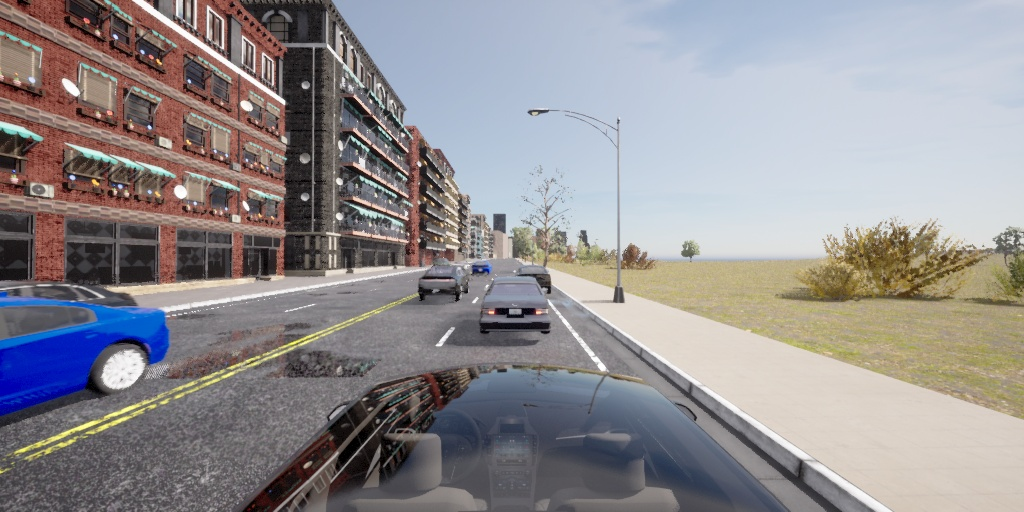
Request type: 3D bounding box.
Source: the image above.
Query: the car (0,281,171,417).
[{"bbox_3d":[-6.602,1.228,3.802,1.882,1.535,5.008,0,0,0],"label":"car"}]

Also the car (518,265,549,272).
[{"bbox_3d":[1.112,1.230,20.371,1.882,1.535,5.008,0,0,0],"label":"car"}]

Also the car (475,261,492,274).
[{"bbox_3d":[-3.198,1.229,38.748,1.882,1.535,5.008,0,0,0],"label":"car"}]

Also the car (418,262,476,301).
[{"bbox_3d":[-3.171,1.242,17.353,2.128,1.511,4.902,0,0,0],"label":"car"}]

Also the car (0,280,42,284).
[{"bbox_3d":[-9.858,1.255,6.536,1.837,1.490,4.892,0,0,0],"label":"car"}]

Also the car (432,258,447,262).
[{"bbox_3d":[-9.908,1.103,49.784,2.097,1.767,4.553,0,0,0],"label":"car"}]

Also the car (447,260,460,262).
[{"bbox_3d":[-6.657,1.352,45.930,1.895,1.301,4.718,0,0,0],"label":"car"}]

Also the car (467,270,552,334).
[{"bbox_3d":[0.091,1.299,10.607,2.033,1.411,5.357,0,0,0],"label":"car"}]
